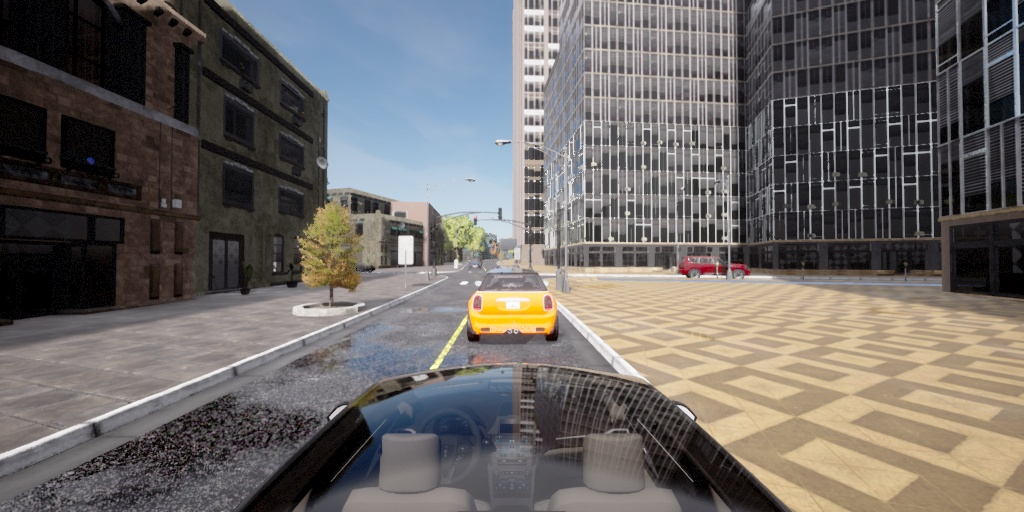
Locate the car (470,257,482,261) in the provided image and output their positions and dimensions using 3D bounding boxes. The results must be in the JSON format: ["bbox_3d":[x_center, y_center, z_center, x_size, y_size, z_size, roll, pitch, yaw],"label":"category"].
[{"bbox_3d":[-5.506,1.283,53.629,1.812,1.442,4.674,0,0,-6],"label":"car"}]

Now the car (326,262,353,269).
[{"bbox_3d":[-20.589,1.314,40.141,4.313,1.339,1.948,0,0,18],"label":"car"}]

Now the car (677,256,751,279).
[{"bbox_3d":[15.742,0.936,28.257,5.009,1.841,2.192,0,0,18],"label":"car"}]

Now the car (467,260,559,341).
[{"bbox_3d":[0.003,1.104,10.002,2.097,1.767,4.553,0,0,0],"label":"car"}]

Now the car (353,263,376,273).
[{"bbox_3d":[-18.424,1.385,42.042,4.718,1.301,1.895,0,-1,18],"label":"car"}]
